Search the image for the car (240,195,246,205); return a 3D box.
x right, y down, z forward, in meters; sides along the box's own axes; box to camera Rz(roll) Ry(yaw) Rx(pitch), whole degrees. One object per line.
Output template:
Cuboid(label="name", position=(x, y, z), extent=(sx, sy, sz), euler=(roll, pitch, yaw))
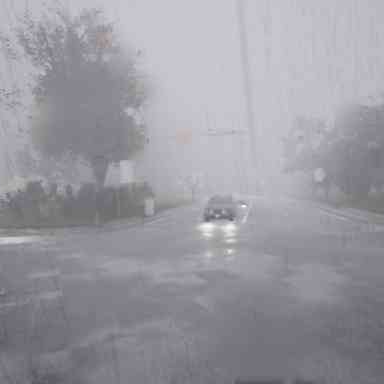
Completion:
Cuboid(label="car", position=(7.211, 1.234, 51.195), extent=(1.812, 1.442, 4.674), euler=(-2, 0, 10))

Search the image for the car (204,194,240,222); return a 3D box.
Cuboid(label="car", position=(2.331, 1.256, 26.365), extent=(2.150, 2.045, 5.566), euler=(-2, 2, 11))
